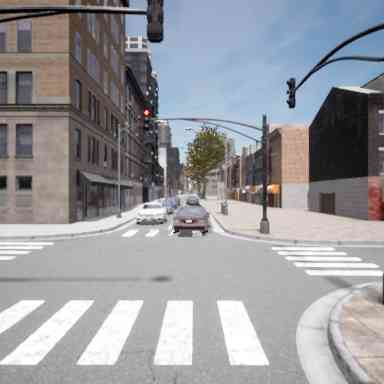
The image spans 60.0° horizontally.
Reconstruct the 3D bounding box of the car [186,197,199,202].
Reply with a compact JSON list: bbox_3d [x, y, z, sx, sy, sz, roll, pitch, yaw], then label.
[{"bbox_3d":[0.081,1.515,51.405,1.994,1.385,4.181,0,0,0],"label":"car"}]

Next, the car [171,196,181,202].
[{"bbox_3d":[-2.834,1.482,43.676,1.812,1.442,4.674,0,0,0],"label":"car"}]

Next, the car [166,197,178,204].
[{"bbox_3d":[-2.860,1.512,33.962,2.033,1.411,5.357,0,0,0],"label":"car"}]

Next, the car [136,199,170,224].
[{"bbox_3d":[-2.857,1.501,24.352,1.812,1.442,4.674,0,0,0],"label":"car"}]

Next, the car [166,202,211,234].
[{"bbox_3d":[0.036,1.529,19.266,2.033,1.411,5.357,0,0,5],"label":"car"}]

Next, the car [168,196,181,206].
[{"bbox_3d":[-2.822,1.455,53.767,1.837,1.490,4.892,0,0,0],"label":"car"}]
